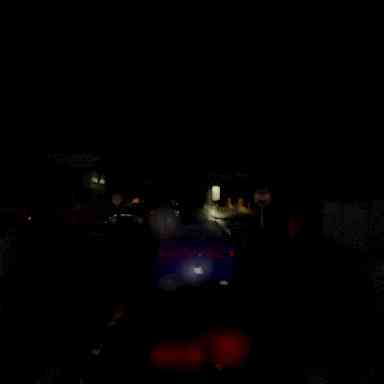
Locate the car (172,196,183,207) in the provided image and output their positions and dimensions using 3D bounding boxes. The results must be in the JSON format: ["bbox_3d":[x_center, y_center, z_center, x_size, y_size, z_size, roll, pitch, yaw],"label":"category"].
[{"bbox_3d":[-2.757,1.649,46.559,2.097,1.767,4.553,0,-1,0],"label":"car"}]

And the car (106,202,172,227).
[{"bbox_3d":[-4.111,1.653,24.004,4.892,1.490,1.837,-1,-2,35],"label":"car"}]

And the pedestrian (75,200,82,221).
[{"bbox_3d":[-9.616,1.518,27.865,0.375,1.860,0.375,0,-1,1],"label":"pedestrian"}]

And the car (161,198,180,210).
[{"bbox_3d":[-2.774,1.694,36.952,2.128,1.511,4.902,0,0,0],"label":"car"}]

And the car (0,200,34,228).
[{"bbox_3d":[-13.509,1.427,22.048,5.566,2.045,2.150,-1,-2,1],"label":"car"}]

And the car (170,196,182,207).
[{"bbox_3d":[-2.846,1.692,60.646,2.150,2.045,5.566,0,-1,-2],"label":"car"}]

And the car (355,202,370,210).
[{"bbox_3d":[12.299,1.472,24.617,4.902,1.511,2.128,-1,-2,1],"label":"car"}]

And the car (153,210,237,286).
[{"bbox_3d":[0.111,1.511,9.502,1.882,1.535,5.008,0,0,0],"label":"car"}]
